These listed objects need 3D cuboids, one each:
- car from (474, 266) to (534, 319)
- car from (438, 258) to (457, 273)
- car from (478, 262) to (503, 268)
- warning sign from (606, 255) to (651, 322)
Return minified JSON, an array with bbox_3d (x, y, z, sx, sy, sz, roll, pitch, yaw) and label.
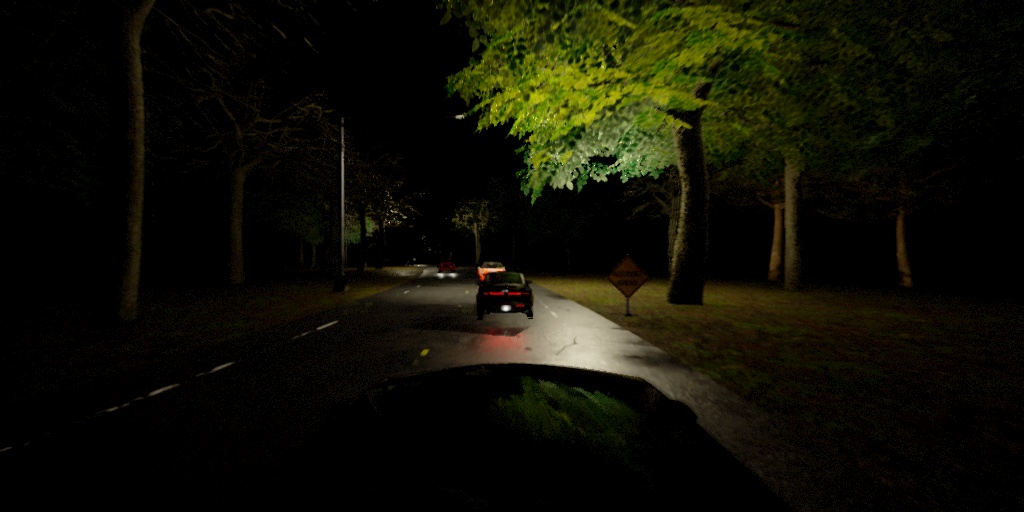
[{"bbox_3d":[-0.290,1.297,13.027,1.837,1.490,4.892,0,0,-3],"label":"car"},{"bbox_3d":[-8.916,1.267,49.412,2.150,2.045,5.566,0,0,-12],"label":"car"},{"bbox_3d":[-1.574,1.229,27.822,2.097,1.767,4.553,0,0,-7],"label":"car"},{"bbox_3d":[3.375,0.886,10.452,1.300,1.860,1.060,0,0,-2],"label":"warning sign"}]
